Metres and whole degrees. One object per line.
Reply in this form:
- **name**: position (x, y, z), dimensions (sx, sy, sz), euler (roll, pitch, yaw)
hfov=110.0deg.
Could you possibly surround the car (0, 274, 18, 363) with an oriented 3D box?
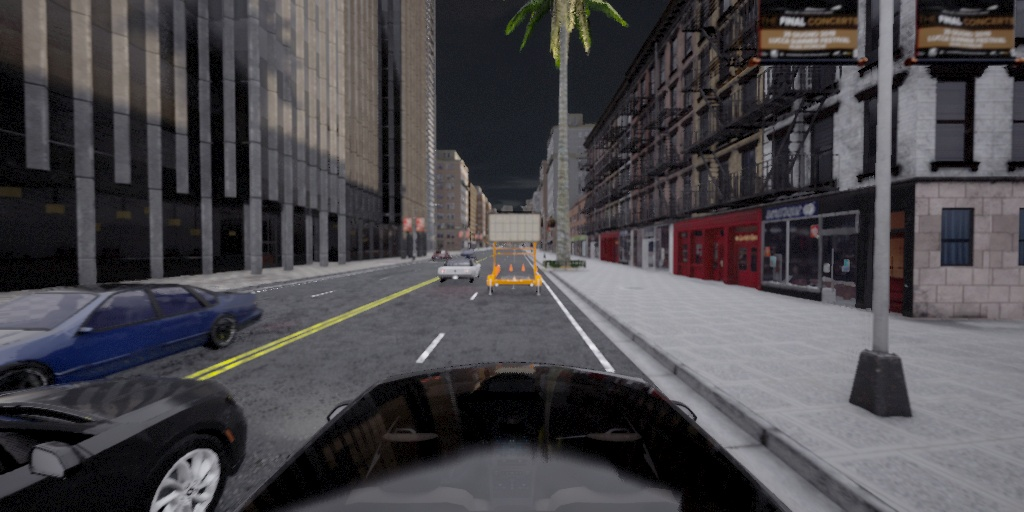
- **car**: position (-9.830, 1.164, 3.931), dimensions (1.882, 1.535, 5.008), euler (0, 2, 0)

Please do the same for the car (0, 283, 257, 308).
- **car**: position (-6.589, 1.179, 5.776), dimensions (2.033, 1.411, 5.357), euler (0, 2, 0)

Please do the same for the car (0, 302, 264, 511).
- **car**: position (-3.112, 1.276, 0.976), dimensions (1.837, 1.490, 4.892), euler (0, 2, -1)

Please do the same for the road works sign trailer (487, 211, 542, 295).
- **road works sign trailer**: position (0.118, -0.211, 16.239), dimensions (2.380, 3.560, 2.880), euler (0, 0, 1)

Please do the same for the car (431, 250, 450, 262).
- **car**: position (-9.281, -0.063, 47.182), dimensions (1.812, 1.442, 4.674), euler (0, 2, 1)

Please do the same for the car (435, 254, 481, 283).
- **car**: position (-2.964, 0.782, 21.158), dimensions (1.895, 1.301, 4.718), euler (0, 2, 1)

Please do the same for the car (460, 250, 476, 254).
- **car**: position (-5.992, -0.112, 49.519), dimensions (2.033, 1.411, 5.357), euler (0, 2, 1)
